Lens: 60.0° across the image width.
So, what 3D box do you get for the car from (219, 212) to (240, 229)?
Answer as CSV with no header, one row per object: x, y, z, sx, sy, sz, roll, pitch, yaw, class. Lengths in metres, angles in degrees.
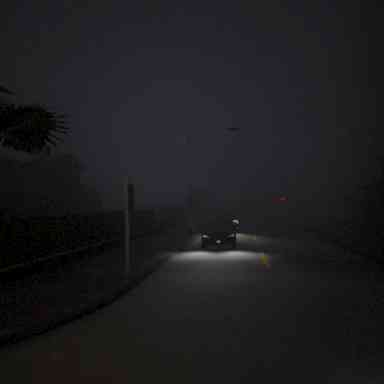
3.144,2.589,29.544,2.097,1.767,4.553,-2,-3,8,car

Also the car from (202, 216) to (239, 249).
1.658,2.350,19.301,1.812,1.442,4.674,-2,-3,8,car
